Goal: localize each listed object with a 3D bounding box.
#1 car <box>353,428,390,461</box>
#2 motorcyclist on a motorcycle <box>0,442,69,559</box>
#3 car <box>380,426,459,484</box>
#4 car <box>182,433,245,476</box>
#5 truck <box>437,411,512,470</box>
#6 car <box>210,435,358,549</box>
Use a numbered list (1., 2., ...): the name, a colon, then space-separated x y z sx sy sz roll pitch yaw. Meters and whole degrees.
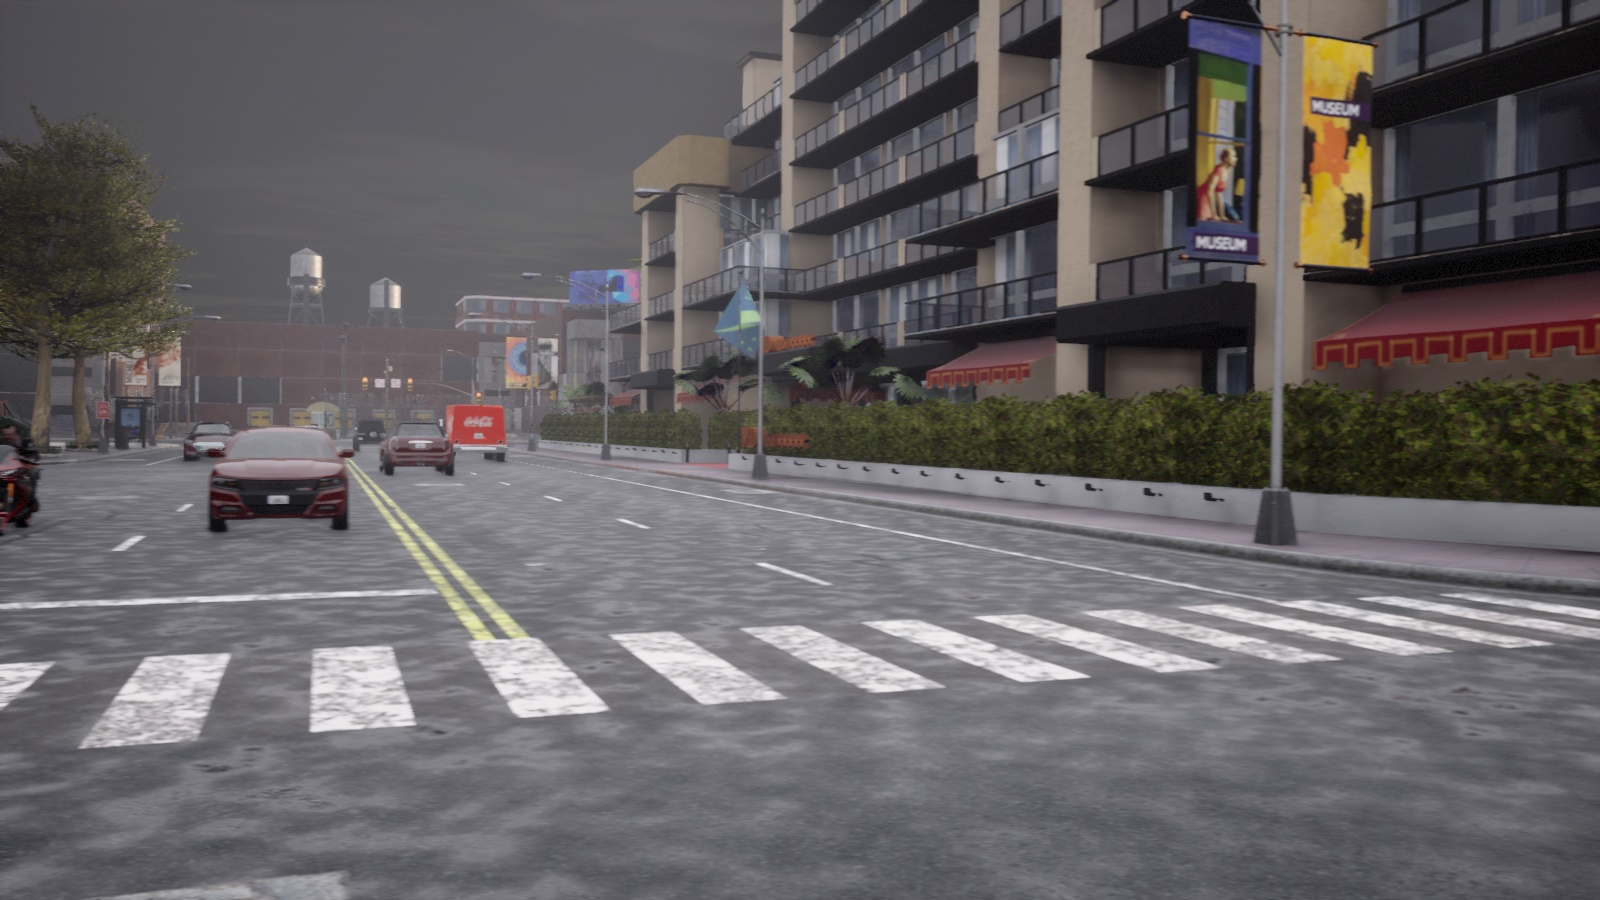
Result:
1. car: -25.382 -0.341 74.359 1.905 1.878 3.866 -1 1 -21
2. motorcyclist on a motorcycle: -10.962 0.665 17.621 0.866 1.530 2.191 -1 1 -21
3. car: -12.433 0.126 40.840 2.097 1.767 4.553 -1 1 -21
4. car: -24.337 0.141 52.237 2.033 1.649 4.856 -1 1 -21
5. truck: -14.645 -0.446 56.263 2.627 2.467 5.204 -1 1 -21
6. car: -8.032 0.541 19.740 1.882 1.535 5.008 -1 1 -21
